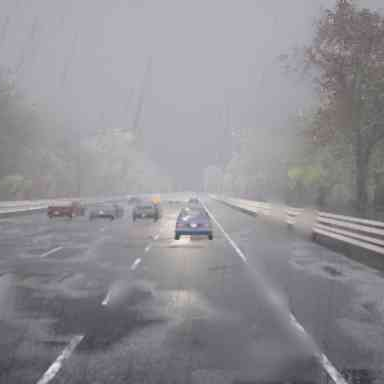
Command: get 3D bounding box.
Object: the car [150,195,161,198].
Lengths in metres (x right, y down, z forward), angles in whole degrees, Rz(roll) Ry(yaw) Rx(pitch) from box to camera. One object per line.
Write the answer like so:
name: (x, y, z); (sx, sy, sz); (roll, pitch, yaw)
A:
car: (-6.698, 1.369, 60.901); (1.882, 1.535, 5.008); (0, 0, 1)

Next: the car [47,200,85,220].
car: (-10.374, 1.425, 27.977); (1.882, 1.535, 5.008); (0, 0, 0)

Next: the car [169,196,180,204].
car: (-3.181, 1.489, 62.522); (1.895, 1.301, 4.718); (0, 0, 0)

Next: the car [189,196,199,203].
car: (0.320, 1.488, 62.600); (1.895, 1.301, 4.718); (0, 0, 0)

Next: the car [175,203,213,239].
car: (0.090, 1.514, 17.163); (2.033, 1.411, 5.357); (0, 0, 0)

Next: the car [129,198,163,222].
car: (-3.380, 1.443, 25.747); (2.128, 1.511, 4.902); (0, 0, 0)

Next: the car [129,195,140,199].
car: (-10.204, 1.396, 60.236); (1.837, 1.490, 4.892); (0, 0, 1)

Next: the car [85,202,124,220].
car: (-6.877, 1.513, 27.188); (1.994, 1.385, 4.181); (0, 0, 0)
